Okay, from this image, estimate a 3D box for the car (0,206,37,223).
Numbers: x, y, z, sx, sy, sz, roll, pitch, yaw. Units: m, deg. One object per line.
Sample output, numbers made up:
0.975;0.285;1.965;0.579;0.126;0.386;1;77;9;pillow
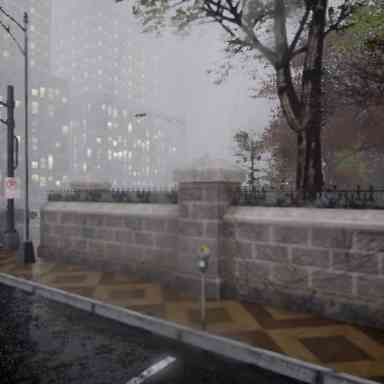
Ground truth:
-14.835;1.789;25.967;1.895;1.301;4.718;0;-1;34;car
